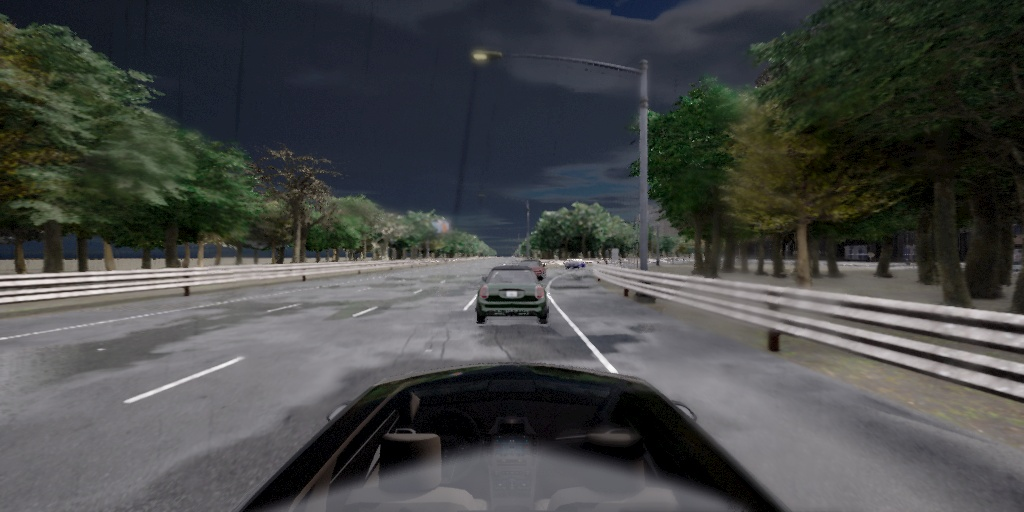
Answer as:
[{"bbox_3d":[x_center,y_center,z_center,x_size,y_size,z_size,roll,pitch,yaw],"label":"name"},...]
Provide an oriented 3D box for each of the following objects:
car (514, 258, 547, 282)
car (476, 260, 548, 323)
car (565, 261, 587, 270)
[{"bbox_3d":[1.614,1.078,29.184,2.097,1.767,4.553,0,0,11],"label":"car"},{"bbox_3d":[0.024,1.093,12.259,2.097,1.767,4.553,0,0,1],"label":"car"},{"bbox_3d":[9.346,1.301,51.886,1.895,1.301,4.718,0,0,27],"label":"car"}]
